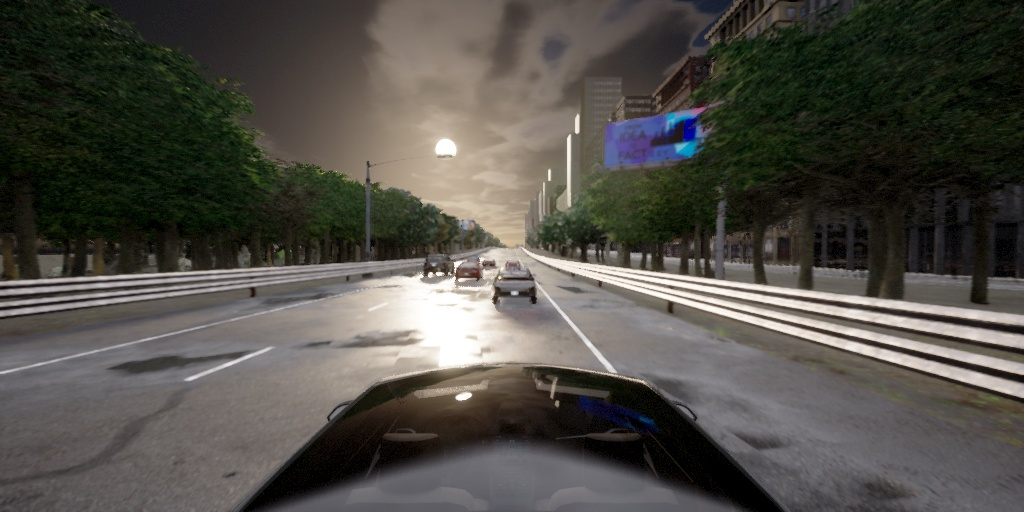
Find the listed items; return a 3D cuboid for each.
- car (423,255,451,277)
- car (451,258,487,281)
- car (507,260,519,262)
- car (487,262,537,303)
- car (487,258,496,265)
[{"bbox_3d":[-6.894,0.881,34.314,2.150,2.045,5.566,0,0,0],"label":"car"},{"bbox_3d":[-3.395,1.170,29.075,1.882,1.535,5.008,0,0,0],"label":"car"},{"bbox_3d":[0.108,1.136,45.383,1.895,1.301,4.718,0,1,0],"label":"car"},{"bbox_3d":[0.103,1.234,16.549,2.128,1.511,4.902,0,0,0],"label":"car"},{"bbox_3d":[-3.393,0.986,54.284,1.895,1.301,4.718,0,1,0],"label":"car"}]
